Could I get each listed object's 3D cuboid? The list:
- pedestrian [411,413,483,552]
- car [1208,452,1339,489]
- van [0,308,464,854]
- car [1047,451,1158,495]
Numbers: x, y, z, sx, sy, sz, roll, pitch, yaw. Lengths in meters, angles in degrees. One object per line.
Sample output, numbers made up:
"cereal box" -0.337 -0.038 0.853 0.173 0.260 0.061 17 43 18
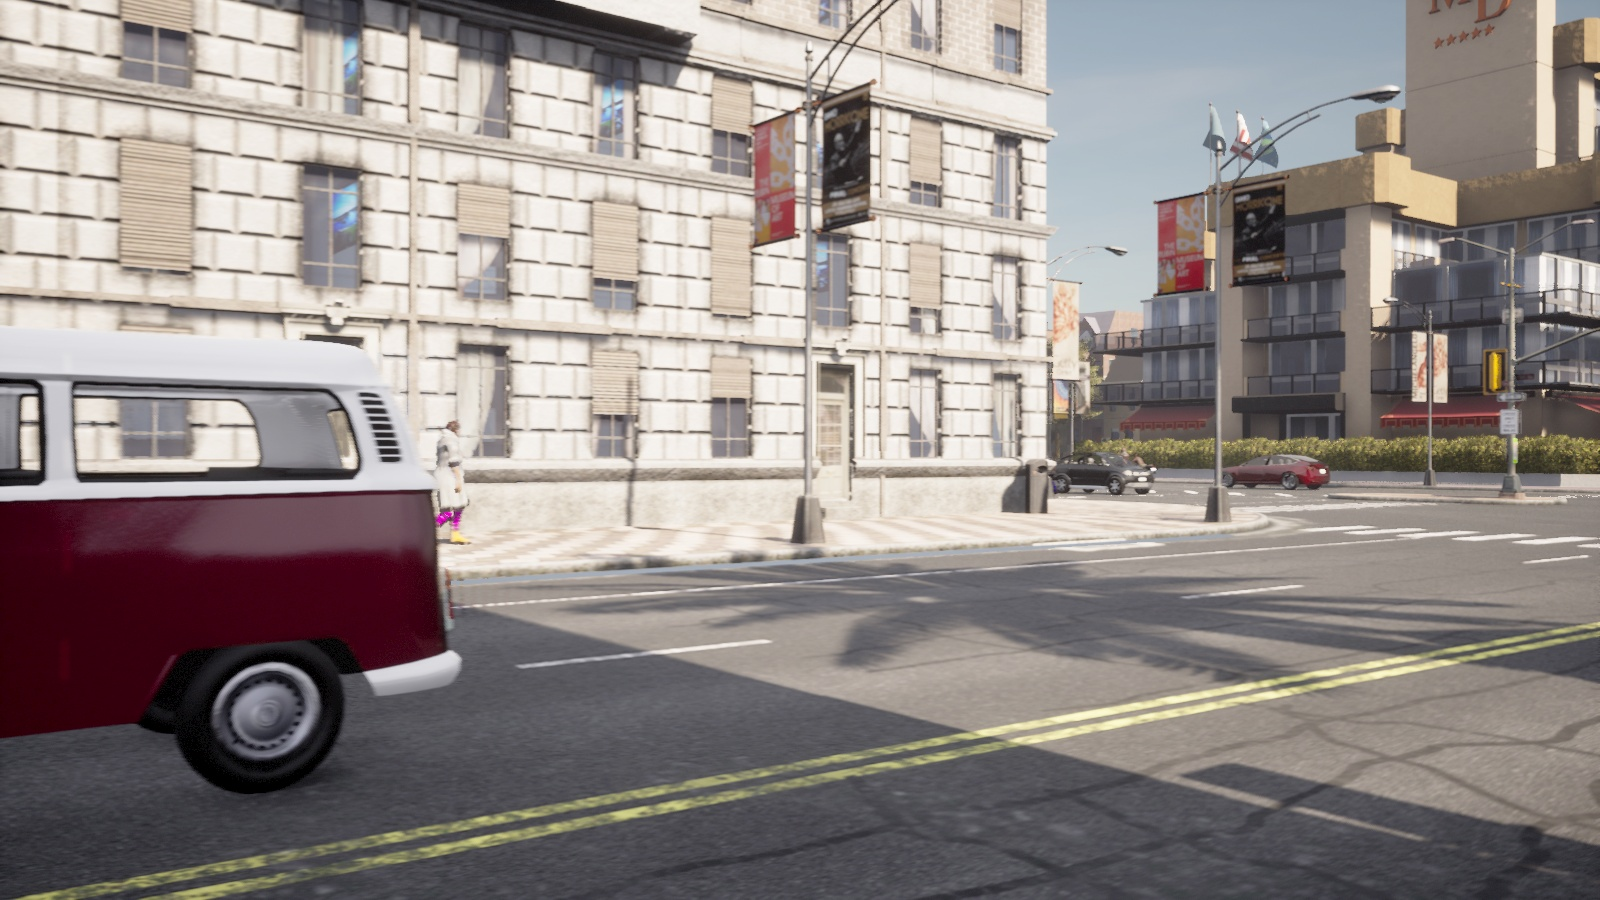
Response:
"pedestrian" -5.129 0.459 18.228 0.873 1.952 0.659 0 0 -29
"car" 20.102 0.836 53.468 2.163 1.488 4.792 0 0 -36
"van" -3.957 0.490 5.236 4.480 2.038 2.069 0 0 -39
"car" 11.115 0.816 46.277 1.789 1.549 3.705 0 0 -36
